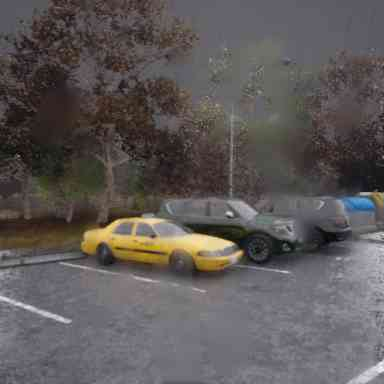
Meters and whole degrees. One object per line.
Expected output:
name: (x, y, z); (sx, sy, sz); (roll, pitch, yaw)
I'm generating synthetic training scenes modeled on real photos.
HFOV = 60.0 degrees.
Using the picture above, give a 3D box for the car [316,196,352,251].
car: (3.523, 1.193, 13.715); (5.566, 2.045, 2.435); (-1, 0, 35)

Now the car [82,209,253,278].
car: (-1.110, 1.462, 10.180); (5.366, 1.575, 1.946); (-1, -1, 34)

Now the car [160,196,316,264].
car: (1.166, 1.204, 11.977); (5.566, 2.045, 2.435); (-1, -1, 35)
